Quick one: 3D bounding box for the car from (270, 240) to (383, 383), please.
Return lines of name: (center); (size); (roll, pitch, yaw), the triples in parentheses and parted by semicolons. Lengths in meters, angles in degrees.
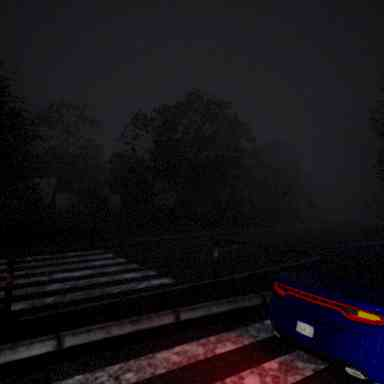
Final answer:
car: (3.509, 1.508, 5.226); (5.008, 1.535, 1.882); (0, -1, -30)
